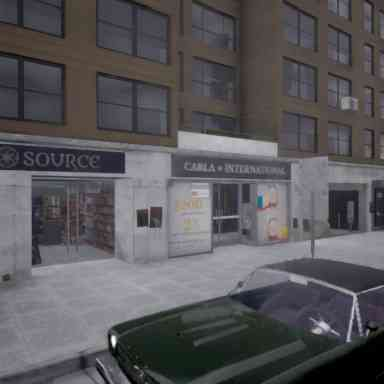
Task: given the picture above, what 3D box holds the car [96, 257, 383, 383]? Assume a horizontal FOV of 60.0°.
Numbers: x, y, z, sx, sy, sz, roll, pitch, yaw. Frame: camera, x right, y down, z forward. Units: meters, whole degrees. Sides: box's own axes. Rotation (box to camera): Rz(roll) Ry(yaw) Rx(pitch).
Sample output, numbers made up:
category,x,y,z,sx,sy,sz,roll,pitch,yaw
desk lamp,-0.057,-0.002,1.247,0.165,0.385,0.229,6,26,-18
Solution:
category,x,y,z,sx,sy,sz,roll,pitch,yaw
car,1.372,1.601,4.022,4.718,1.301,1.895,0,0,-35
